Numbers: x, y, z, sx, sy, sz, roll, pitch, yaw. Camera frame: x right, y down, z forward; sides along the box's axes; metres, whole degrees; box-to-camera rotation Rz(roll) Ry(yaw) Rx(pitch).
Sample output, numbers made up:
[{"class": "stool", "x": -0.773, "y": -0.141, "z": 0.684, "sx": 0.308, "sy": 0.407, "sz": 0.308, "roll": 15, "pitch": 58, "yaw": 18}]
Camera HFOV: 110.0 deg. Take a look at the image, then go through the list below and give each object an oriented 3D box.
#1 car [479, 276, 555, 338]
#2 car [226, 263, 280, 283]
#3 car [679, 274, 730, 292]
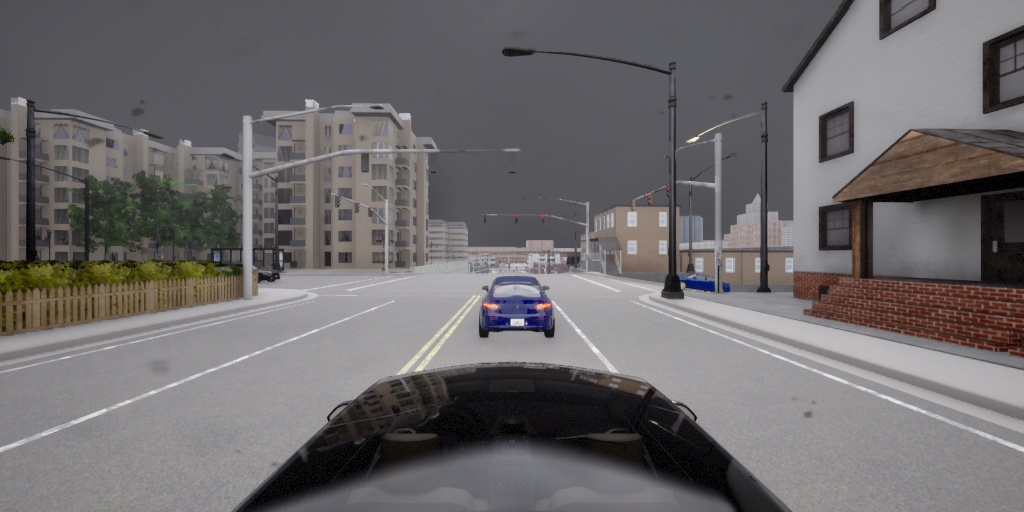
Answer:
[{"class": "car", "x": 0.110, "y": 1.276, "z": 10.098, "sx": 1.812, "sy": 1.442, "sz": 4.674, "roll": 0, "pitch": 0, "yaw": 0}, {"class": "car", "x": -19.886, "y": 1.255, "z": 26.595, "sx": 4.892, "sy": 1.490, "sz": 1.837, "roll": 0, "pitch": 0, "yaw": 1}, {"class": "car", "x": 15.377, "y": 2.209, "z": 29.782, "sx": 5.008, "sy": 1.535, "sz": 1.882, "roll": 9, "pitch": 0, "yaw": 1}]
